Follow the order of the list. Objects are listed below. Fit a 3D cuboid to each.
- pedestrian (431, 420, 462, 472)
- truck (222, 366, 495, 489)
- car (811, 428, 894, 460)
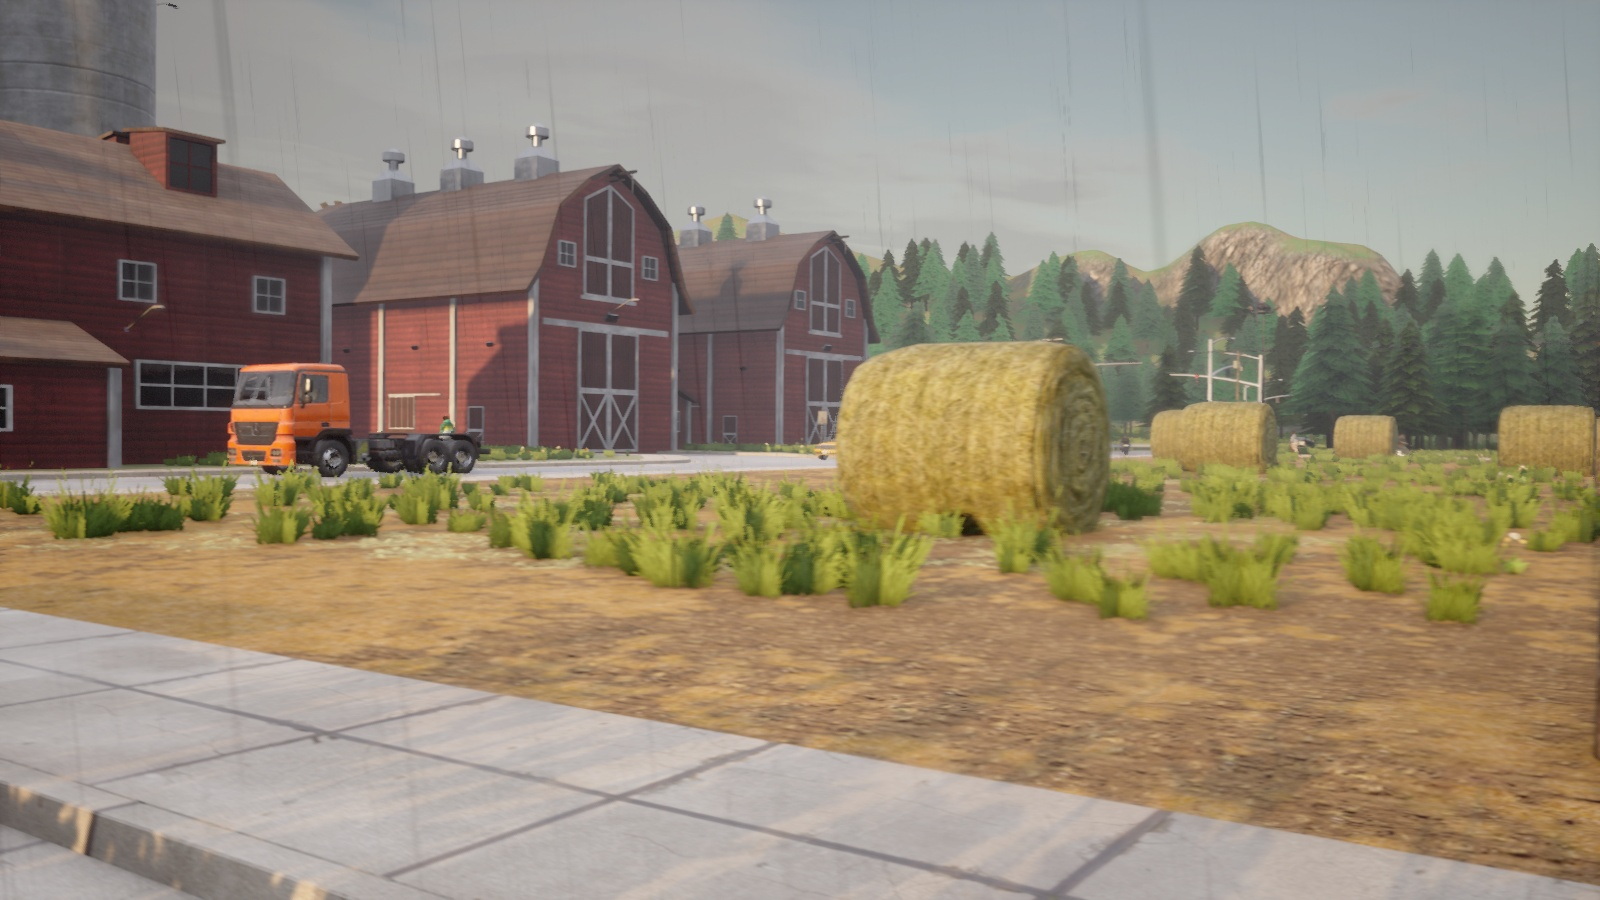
[{"bbox_3d":[-13.321,-0.159,47.330,0.873,1.952,0.659,0,1,33],"label":"pedestrian"},{"bbox_3d":[-13.555,-0.692,39.352,2.891,3.462,7.936,0,1,33],"label":"truck"},{"bbox_3d":[2.782,-0.296,64.816,1.801,1.575,5.366,1,0,33],"label":"car"}]
